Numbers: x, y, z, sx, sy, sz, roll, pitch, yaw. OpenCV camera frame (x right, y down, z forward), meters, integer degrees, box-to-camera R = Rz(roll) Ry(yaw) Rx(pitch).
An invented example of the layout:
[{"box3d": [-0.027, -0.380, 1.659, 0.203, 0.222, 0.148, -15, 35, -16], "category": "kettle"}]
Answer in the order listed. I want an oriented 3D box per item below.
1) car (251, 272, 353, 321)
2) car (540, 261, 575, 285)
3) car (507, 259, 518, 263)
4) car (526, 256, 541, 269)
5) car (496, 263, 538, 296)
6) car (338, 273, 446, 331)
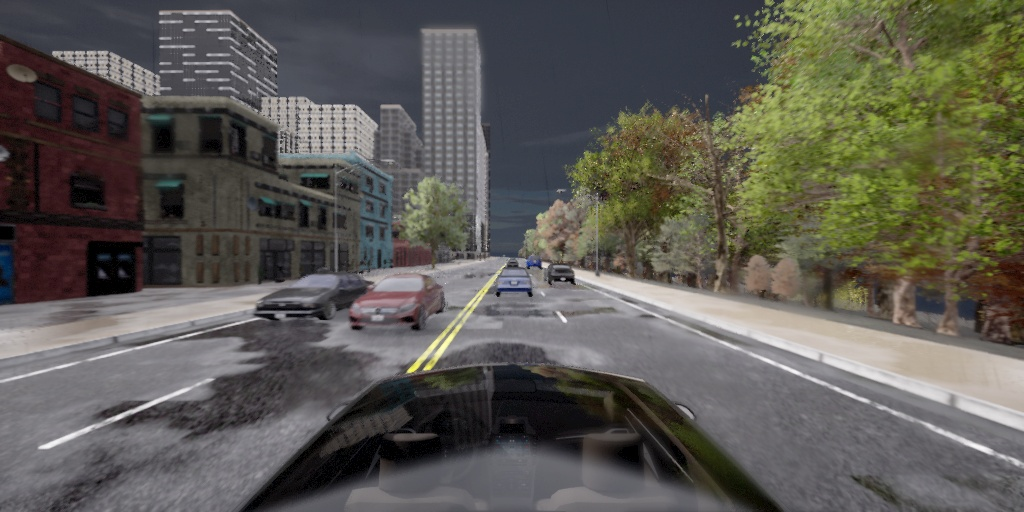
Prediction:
[{"box3d": [-6.502, 1.300, 12.732, 2.033, 1.411, 5.357, 0, 0, 0], "category": "car"}, {"box3d": [3.354, 1.261, 26.048, 1.837, 1.490, 4.892, 0, 0, 0], "category": "car"}, {"box3d": [0.107, 1.269, 56.700, 1.837, 1.490, 4.892, 0, 0, 0], "category": "car"}, {"box3d": [3.357, 0.986, 55.130, 2.150, 2.045, 5.566, 0, 0, 0], "category": "car"}, {"box3d": [0.104, 1.302, 19.413, 2.033, 1.411, 5.357, 0, 0, 0], "category": "car"}, {"box3d": [-3.273, 1.278, 11.122, 1.812, 1.442, 4.674, 0, 0, 1], "category": "car"}]
